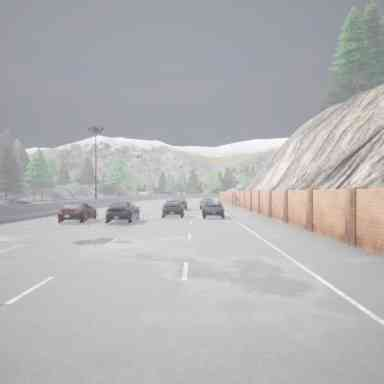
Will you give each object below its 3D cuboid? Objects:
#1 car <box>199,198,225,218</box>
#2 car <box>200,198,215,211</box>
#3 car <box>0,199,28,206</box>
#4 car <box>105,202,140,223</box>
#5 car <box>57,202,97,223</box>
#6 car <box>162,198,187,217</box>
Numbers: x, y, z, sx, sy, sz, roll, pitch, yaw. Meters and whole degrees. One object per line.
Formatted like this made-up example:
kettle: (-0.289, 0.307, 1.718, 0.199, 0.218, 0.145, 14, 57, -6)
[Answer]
car: (1.826, 1.491, 29.755, 2.128, 1.511, 4.902, 0, 0, 0)
car: (1.922, 1.526, 42.266, 1.812, 1.442, 4.674, 0, 0, 1)
car: (-19.246, 1.493, 35.311, 2.128, 1.511, 4.902, 0, 0, 1)
car: (-5.211, 1.505, 25.385, 1.837, 1.490, 4.892, 0, 0, 0)
car: (-8.709, 1.526, 25.494, 1.812, 1.442, 4.674, 0, 0, 0)
car: (-1.666, 1.506, 30.757, 1.837, 1.490, 4.892, 0, 0, 0)
